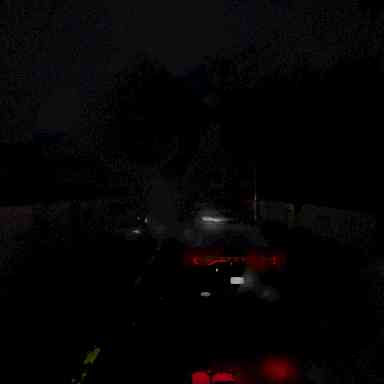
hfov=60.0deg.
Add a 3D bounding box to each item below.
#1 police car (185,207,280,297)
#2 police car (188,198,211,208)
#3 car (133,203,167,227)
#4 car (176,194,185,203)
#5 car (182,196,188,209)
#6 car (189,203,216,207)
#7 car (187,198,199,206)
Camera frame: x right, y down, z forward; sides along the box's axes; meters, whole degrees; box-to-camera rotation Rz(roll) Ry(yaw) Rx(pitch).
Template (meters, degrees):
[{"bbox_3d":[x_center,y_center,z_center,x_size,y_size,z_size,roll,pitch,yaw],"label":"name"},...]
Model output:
[{"bbox_3d":[0.843,1.432,8.729,1.930,1.638,5.238,0,0,0],"label":"police car"},{"bbox_3d":[0.881,1.453,24.738,1.930,1.638,5.238,0,0,0],"label":"police car"},{"bbox_3d":[-2.799,1.528,22.903,1.837,1.490,4.892,0,0,0],"label":"car"},{"bbox_3d":[-2.567,1.534,79.056,2.150,2.045,5.566,0,-1,0],"label":"car"},{"bbox_3d":[0.120,1.665,45.423,1.994,1.385,4.181,0,0,2],"label":"car"},{"bbox_3d":[0.867,1.543,18.624,1.812,1.442,4.674,0,0,0],"label":"car"},{"bbox_3d":[0.137,1.728,58.981,1.994,1.385,4.181,0,0,0],"label":"car"}]
